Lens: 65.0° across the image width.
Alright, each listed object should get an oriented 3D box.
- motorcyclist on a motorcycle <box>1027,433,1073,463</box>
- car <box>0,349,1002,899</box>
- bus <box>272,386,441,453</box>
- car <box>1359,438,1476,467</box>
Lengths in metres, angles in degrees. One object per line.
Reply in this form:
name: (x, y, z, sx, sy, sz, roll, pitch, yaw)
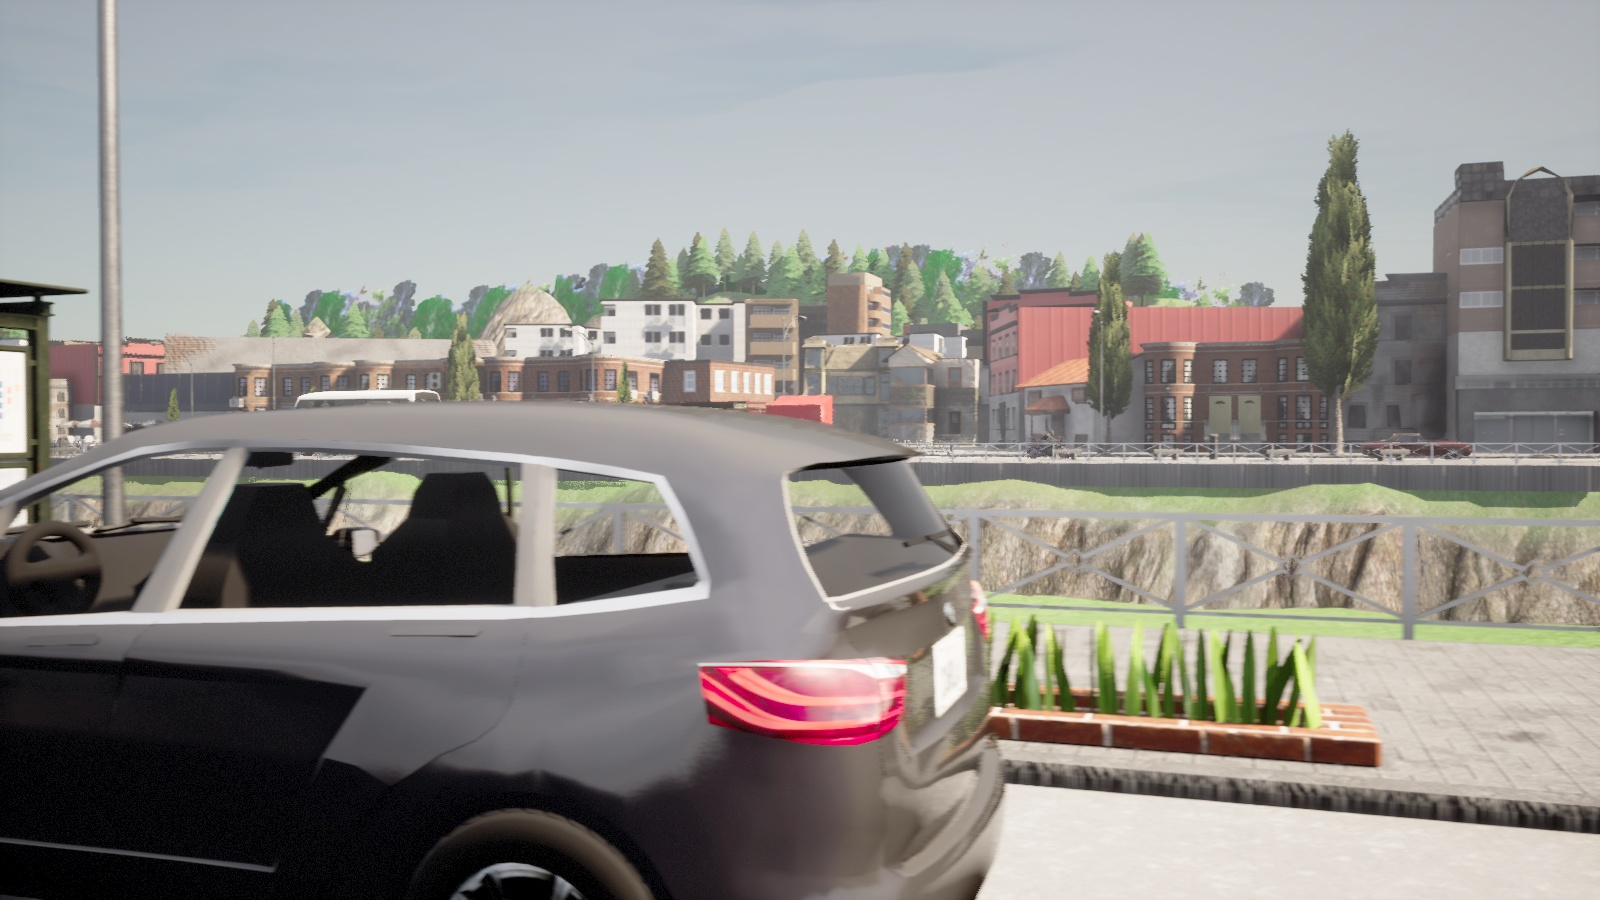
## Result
motorcyclist on a motorcycle: (12.840, -0.123, 64.504, 2.191, 1.530, 0.866, 1, 1, 19)
car: (-1.801, 0.595, 4.325, 4.611, 1.667, 2.242, 1, 1, 19)
bus: (-29.269, -1.987, 82.855, 10.273, 4.253, 3.944, 1, 1, 19)
car: (28.963, 0.090, 59.086, 4.718, 1.301, 1.895, 1, 1, 19)
